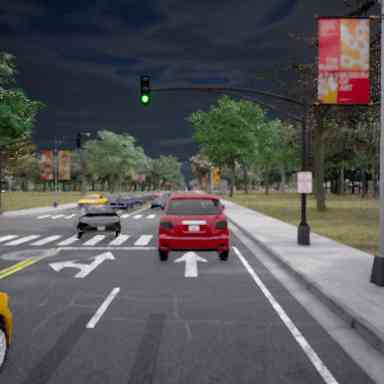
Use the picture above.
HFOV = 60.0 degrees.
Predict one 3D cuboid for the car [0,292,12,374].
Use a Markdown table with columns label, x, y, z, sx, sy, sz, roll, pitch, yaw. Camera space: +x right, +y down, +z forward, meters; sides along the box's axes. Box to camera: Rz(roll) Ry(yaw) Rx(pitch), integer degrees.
| label | x | y | z | sx | sy | sz | roll | pitch | yaw |
| --- | --- | --- | --- | --- | --- | --- | --- | --- | --- |
| car | -3.160 | 1.446 | 2.149 | 1.882 | 1.535 | 5.008 | 0 | 1 | 0 |

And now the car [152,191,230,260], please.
| label | x | y | z | sx | sy | sz | roll | pitch | yaw |
| --- | --- | --- | --- | --- | --- | --- | --- | --- | --- |
| car | 0.047 | 1.056 | 11.863 | 2.150 | 2.045 | 5.566 | 0 | 1 | 0 |

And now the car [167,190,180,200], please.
| label | x | y | z | sx | sy | sz | roll | pitch | yaw |
| --- | --- | --- | --- | --- | --- | --- | --- | --- | --- |
| car | -3.526 | 0.498 | 63.914 | 2.097 | 1.767 | 4.553 | 0 | 1 | 0 |

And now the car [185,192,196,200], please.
| label | x | y | z | sx | sy | sz | roll | pitch | yaw |
| --- | --- | --- | --- | --- | --- | --- | --- | --- | --- |
| car | -0.275 | 0.702 | 63.375 | 2.033 | 1.411 | 5.357 | 0 | 1 | 0 |

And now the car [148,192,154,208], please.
| label | x | y | z | sx | sy | sz | roll | pitch | yaw |
| --- | --- | --- | --- | --- | --- | --- | --- | --- | --- |
| car | -3.311 | 1.066 | 36.380 | 1.994 | 1.385 | 4.181 | 0 | 1 | 0 |

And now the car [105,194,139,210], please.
| label | x | y | z | sx | sy | sz | roll | pitch | yaw |
| --- | --- | --- | --- | --- | --- | --- | --- | --- | --- |
| car | -6.740 | 1.160 | 32.209 | 1.895 | 1.301 | 4.718 | 0 | 1 | 0 |

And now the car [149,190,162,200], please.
| label | x | y | z | sx | sy | sz | roll | pitch | yaw |
| --- | --- | --- | --- | --- | --- | --- | --- | --- | --- |
| car | -6.774 | 0.522 | 62.173 | 2.097 | 1.767 | 4.553 | 0 | 1 | 0 |

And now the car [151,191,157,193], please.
| label | x | y | z | sx | sy | sz | roll | pitch | yaw |
| --- | --- | --- | --- | --- | --- | --- | --- | --- | --- |
| car | -6.763 | 0.847 | 51.944 | 2.033 | 1.411 | 5.357 | 0 | 1 | 0 |

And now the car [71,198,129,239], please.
| label | x | y | z | sx | sy | sz | roll | pitch | yaw |
| --- | --- | --- | --- | --- | --- | --- | --- | --- | --- |
| car | -4.696 | 1.268 | 16.111 | 2.128 | 1.511 | 4.902 | 0 | 1 | -22 |

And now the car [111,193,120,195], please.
| label | x | y | z | sx | sy | sz | roll | pitch | yaw |
| --- | --- | --- | --- | --- | --- | --- | --- | --- | --- |
| car | -10.021 | 0.922 | 42.938 | 1.837 | 1.490 | 4.892 | 0 | 1 | 0 |

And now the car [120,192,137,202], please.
| label | x | y | z | sx | sy | sz | roll | pitch | yaw |
| --- | --- | --- | --- | --- | --- | --- | --- | --- | --- |
| car | -10.005 | 0.793 | 52.937 | 1.837 | 1.490 | 4.892 | 0 | 1 | 0 |

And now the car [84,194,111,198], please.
| label | x | y | z | sx | sy | sz | roll | pitch | yaw |
| --- | --- | --- | --- | --- | --- | --- | --- | --- | --- |
| car | -9.986 | 1.018 | 33.640 | 1.882 | 1.535 | 5.008 | 0 | 1 | 0 |

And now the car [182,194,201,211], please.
| label | x | y | z | sx | sy | sz | roll | pitch | yaw |
| --- | --- | --- | --- | --- | --- | --- | --- | --- | --- |
| car | -0.053 | 1.000 | 34.814 | 1.882 | 1.535 | 5.008 | 0 | 1 | 0 |

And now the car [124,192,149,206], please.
| label | x | y | z | sx | sy | sz | roll | pitch | yaw |
| --- | --- | --- | --- | --- | --- | --- | --- | --- | --- |
| car | -6.772 | 0.979 | 41.814 | 2.033 | 1.411 | 5.357 | 0 | 1 | 0 |
